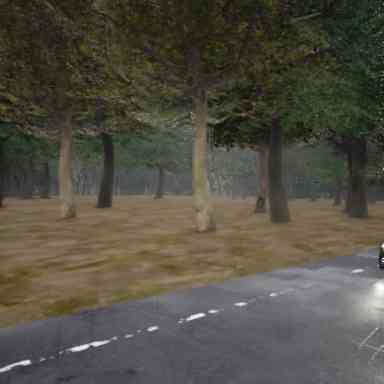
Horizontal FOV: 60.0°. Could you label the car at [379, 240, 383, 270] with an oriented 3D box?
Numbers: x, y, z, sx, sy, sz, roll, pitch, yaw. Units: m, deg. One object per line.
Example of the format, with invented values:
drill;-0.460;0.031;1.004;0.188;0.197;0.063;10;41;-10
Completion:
car;7.304;1.401;9.603;4.553;1.767;2.097;0;0;-38
